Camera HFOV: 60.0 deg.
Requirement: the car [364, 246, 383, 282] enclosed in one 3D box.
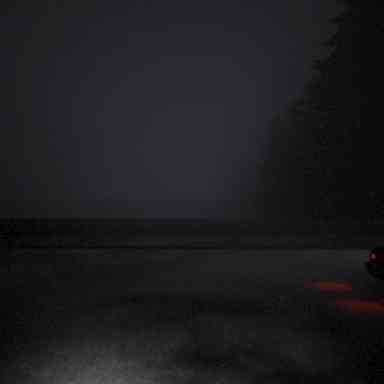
[{"bbox_3d":[6.815,1.586,7.359,5.357,1.411,2.033,0,0,-1],"label":"car"}]
